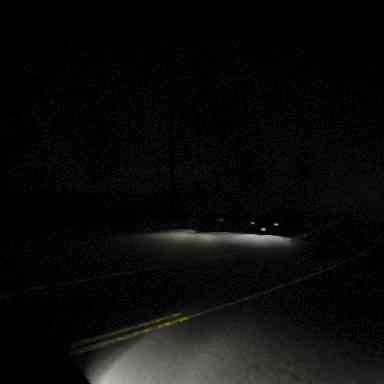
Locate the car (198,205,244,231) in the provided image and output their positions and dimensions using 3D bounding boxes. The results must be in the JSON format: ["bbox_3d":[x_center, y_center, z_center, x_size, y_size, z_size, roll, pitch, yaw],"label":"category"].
[{"bbox_3d":[2.302,1.610,21.938,1.882,1.535,5.008,-1,-1,34],"label":"car"}]

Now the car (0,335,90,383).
[{"bbox_3d":[-3.126,1.569,1.479,5.357,1.411,2.033,0,0,-36],"label":"car"}]

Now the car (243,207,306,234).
[{"bbox_3d":[5.356,1.639,20.149,2.033,1.411,5.357,-1,-1,35],"label":"car"}]
